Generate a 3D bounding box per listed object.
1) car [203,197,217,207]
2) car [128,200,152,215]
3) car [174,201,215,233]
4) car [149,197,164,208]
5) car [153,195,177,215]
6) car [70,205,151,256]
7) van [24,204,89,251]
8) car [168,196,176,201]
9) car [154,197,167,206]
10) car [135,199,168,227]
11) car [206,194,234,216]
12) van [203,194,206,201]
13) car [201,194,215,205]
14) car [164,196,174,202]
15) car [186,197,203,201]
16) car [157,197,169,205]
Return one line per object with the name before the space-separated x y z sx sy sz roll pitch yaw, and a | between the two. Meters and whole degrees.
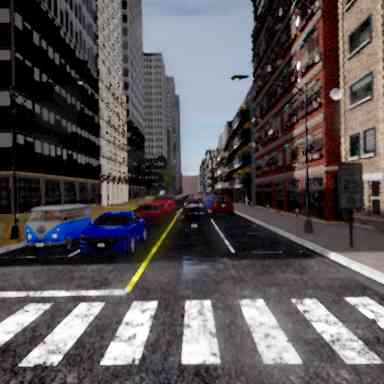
car | 2.792 1.551 53.335 2.008 1.369 4.403 -1 0 0
car | -5.626 1.670 36.530 1.752 1.417 4.829 -1 0 0
car | 0.125 1.505 19.596 1.837 1.490 4.892 -1 0 0
car | -5.589 1.613 53.353 1.967 1.590 4.097 -1 0 0
car | -3.008 1.313 35.339 2.150 2.045 5.566 -1 0 0
car | -3.078 1.535 13.773 1.882 1.535 5.008 -1 0 0
van | -5.681 1.453 14.497 1.690 1.788 3.998 -1 0 0
car | -5.495 1.832 92.209 1.802 1.307 4.206 -1 0 0
car | -5.575 1.708 58.734 1.752 1.417 4.829 -1 0 0
car | -3.047 1.550 23.782 1.882 1.535 5.008 -1 0 0
car | 2.735 1.279 31.132 2.192 1.841 5.009 -1 0 0
van | 2.774 1.332 47.785 1.690 1.788 3.998 -1 0 0
car | 2.799 1.325 58.886 2.192 1.841 5.009 -1 0 0
car | -5.522 1.777 81.107 2.008 1.369 4.403 -1 0 0
car | 0.111 1.607 46.073 1.994 1.385 4.181 -1 0 1
car | -5.561 1.744 64.455 2.008 1.369 4.403 -1 0 0
